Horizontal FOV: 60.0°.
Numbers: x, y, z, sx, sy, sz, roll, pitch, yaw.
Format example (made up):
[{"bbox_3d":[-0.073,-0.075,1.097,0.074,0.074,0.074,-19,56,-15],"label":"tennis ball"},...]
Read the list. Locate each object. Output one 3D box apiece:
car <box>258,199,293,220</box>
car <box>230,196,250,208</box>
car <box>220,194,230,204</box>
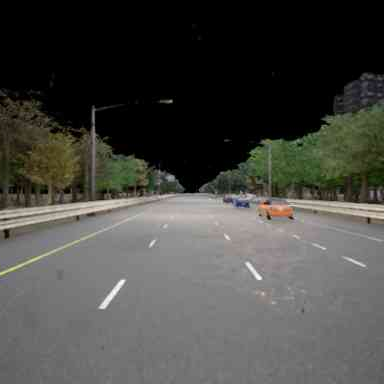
[{"bbox_3d":[7.033,1.378,28.481,2.097,1.767,4.553,0,0,0],"label":"car"},{"bbox_3d":[7.104,1.542,48.233,1.882,1.535,5.008,0,0,0],"label":"car"},{"bbox_3d":[7.188,1.576,67.022,1.837,1.490,4.892,0,0,0],"label":"car"}]
